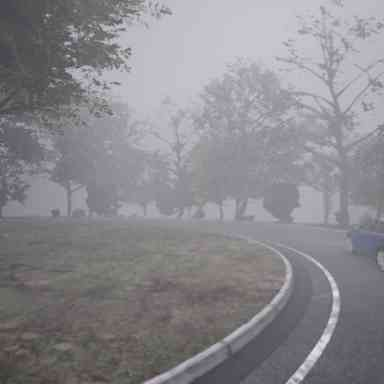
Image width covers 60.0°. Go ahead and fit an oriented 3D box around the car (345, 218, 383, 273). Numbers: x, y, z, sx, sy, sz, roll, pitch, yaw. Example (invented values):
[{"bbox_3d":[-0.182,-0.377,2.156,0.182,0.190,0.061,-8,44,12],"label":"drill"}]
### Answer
[{"bbox_3d":[6.560,1.551,10.778,1.882,1.535,5.008,0,0,9],"label":"car"}]
